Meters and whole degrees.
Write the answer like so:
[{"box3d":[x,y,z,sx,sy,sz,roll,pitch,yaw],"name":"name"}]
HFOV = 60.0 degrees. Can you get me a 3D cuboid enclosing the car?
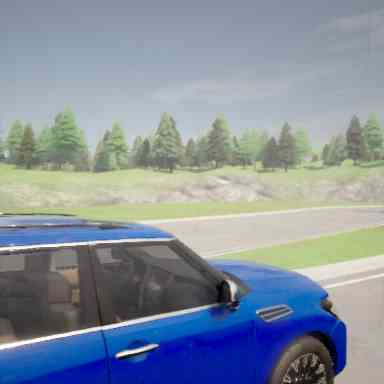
[{"box3d":[-1.015,1.221,2.932,5.566,2.045,2.150,0,0,-34],"name":"car"}]
